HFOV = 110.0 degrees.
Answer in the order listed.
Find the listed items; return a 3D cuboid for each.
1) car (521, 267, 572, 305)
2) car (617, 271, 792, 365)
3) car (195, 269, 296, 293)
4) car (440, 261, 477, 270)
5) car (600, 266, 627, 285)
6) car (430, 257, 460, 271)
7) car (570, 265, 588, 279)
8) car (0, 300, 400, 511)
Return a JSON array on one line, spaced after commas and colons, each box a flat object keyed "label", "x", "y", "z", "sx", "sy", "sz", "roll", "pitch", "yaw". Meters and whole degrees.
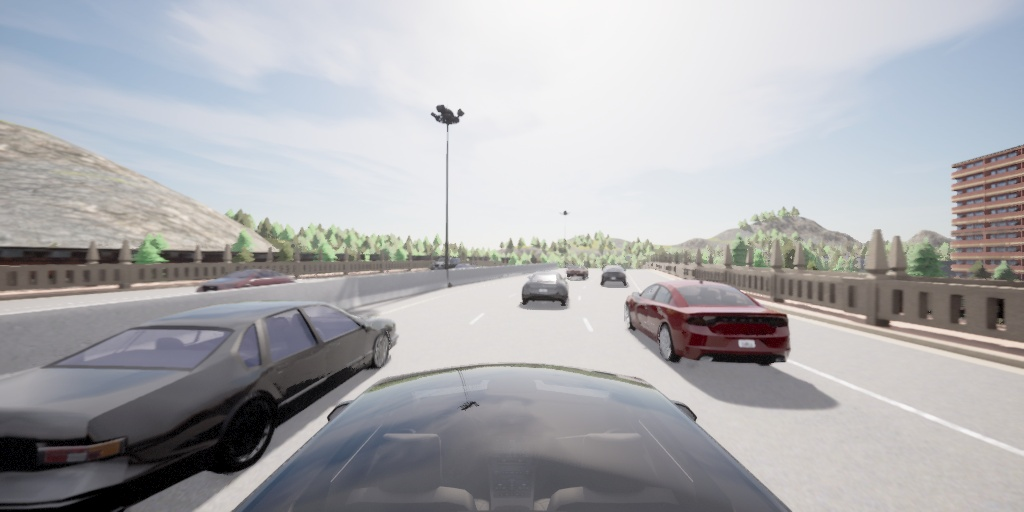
[{"label": "car", "x": 1.640, "y": 1.410, "z": 16.807, "sx": 1.994, "sy": 1.385, "sz": 4.181, "roll": 0, "pitch": 0, "yaw": 10}, {"label": "car", "x": 4.005, "y": 1.285, "z": 8.285, "sx": 1.882, "sy": 1.535, "sz": 5.008, "roll": 0, "pitch": 0, "yaw": 5}, {"label": "car", "x": -12.641, "y": 1.344, "z": 17.350, "sx": 1.994, "sy": 1.385, "sz": 4.181, "roll": 0, "pitch": 0, "yaw": 10}, {"label": "car", "x": -4.664, "y": 1.472, "z": 35.532, "sx": 2.033, "sy": 1.411, "sz": 5.357, "roll": 0, "pitch": 0, "yaw": 17}, {"label": "car", "x": 7.970, "y": 1.468, "z": 28.185, "sx": 1.812, "sy": 1.442, "sz": 4.674, "roll": 0, "pitch": 0, "yaw": 16}, {"label": "car", "x": -8.556, "y": 1.199, "z": 46.928, "sx": 2.150, "sy": 2.045, "sz": 5.566, "roll": 0, "pitch": -1, "yaw": 17}, {"label": "car", "x": 6.598, "y": 1.583, "z": 36.040, "sx": 1.895, "sy": 1.301, "sz": 4.718, "roll": 0, "pitch": 0, "yaw": 16}, {"label": "car", "x": -3.278, "y": 1.299, "z": 4.759, "sx": 2.033, "sy": 1.411, "sz": 5.357, "roll": 0, "pitch": 0, "yaw": 3}]
